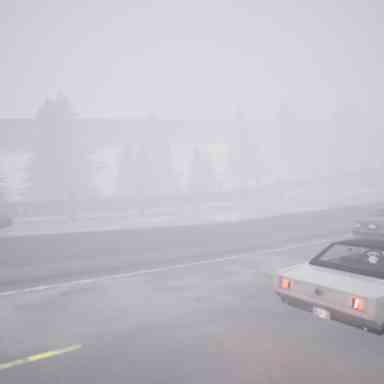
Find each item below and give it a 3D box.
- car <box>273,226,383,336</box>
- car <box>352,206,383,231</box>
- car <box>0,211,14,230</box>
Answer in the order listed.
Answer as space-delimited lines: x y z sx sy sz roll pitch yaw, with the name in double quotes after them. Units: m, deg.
3.830 1.585 6.477 4.718 1.301 1.895 -1 0 -35 "car"
9.146 1.288 14.567 5.357 1.411 2.033 -3 2 -35 "car"
-11.879 1.493 17.013 4.902 1.511 2.128 0 0 -35 "car"
